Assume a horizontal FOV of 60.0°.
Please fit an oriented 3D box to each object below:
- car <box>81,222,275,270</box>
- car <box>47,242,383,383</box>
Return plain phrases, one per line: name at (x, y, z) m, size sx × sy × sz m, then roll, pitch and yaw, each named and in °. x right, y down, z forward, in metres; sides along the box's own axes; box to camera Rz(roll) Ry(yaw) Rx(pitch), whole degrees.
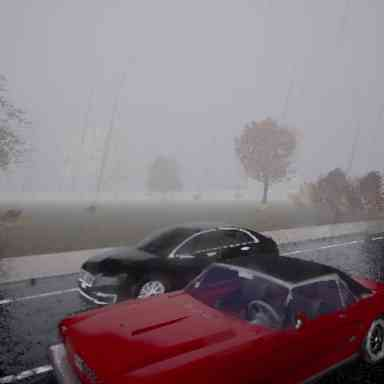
car at (-0.052, 1.498, 7.645) m, size 4.892 × 1.490 × 1.837 m, roll 0°, pitch 0°, yaw -36°
car at (0.787, 1.596, 4.249) m, size 4.718 × 1.301 × 1.895 m, roll 0°, pitch 0°, yaw -36°
